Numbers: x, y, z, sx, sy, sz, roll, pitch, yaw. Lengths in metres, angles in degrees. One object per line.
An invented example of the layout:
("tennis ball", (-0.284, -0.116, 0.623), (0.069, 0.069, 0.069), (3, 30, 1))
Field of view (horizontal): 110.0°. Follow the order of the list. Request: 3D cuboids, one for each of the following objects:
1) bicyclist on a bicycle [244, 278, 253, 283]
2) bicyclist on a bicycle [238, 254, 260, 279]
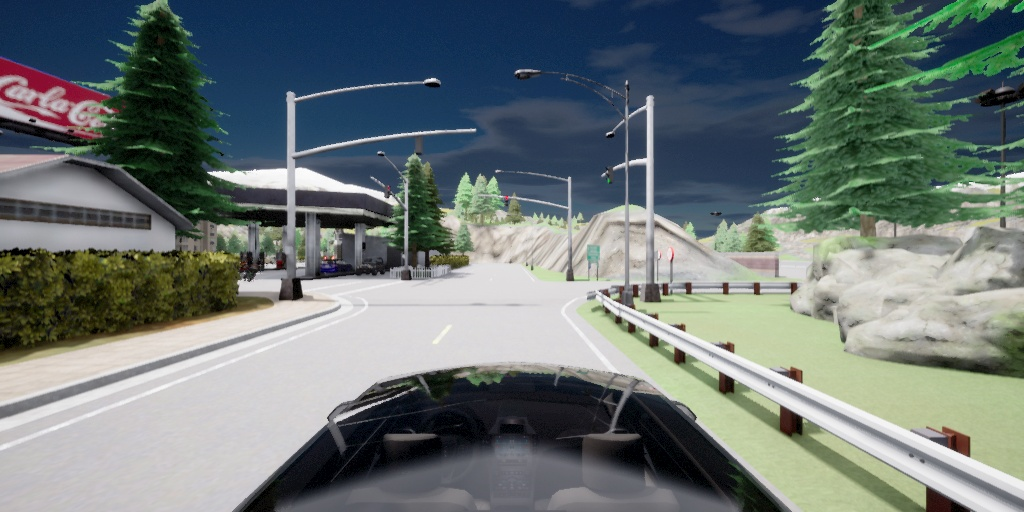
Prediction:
("bicyclist on a bicycle", (-18.621, 1.070, 25.453), (1.656, 1.620, 0.582), (16, -22, 32))
("bicyclist on a bicycle", (-18.761, 0.490, 25.270), (1.656, 1.620, 0.582), (-16, 45, -41))
